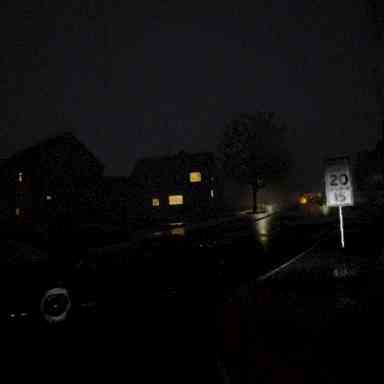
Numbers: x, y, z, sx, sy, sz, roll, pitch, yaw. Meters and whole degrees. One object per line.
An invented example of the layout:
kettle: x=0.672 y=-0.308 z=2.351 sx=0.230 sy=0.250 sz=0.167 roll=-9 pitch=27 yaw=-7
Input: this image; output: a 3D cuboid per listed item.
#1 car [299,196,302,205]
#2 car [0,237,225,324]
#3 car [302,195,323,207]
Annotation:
car: x=19.034 y=1.257 z=55.722 sx=1.882 sy=1.535 sz=5.008 roll=-4 pitch=-1 yaw=12
car: x=-1.640 y=1.645 z=7.218 sx=4.718 sy=1.301 sz=1.895 roll=-2 pitch=-2 yaw=-30
car: x=16.772 y=1.265 z=45.764 sx=2.128 sy=1.511 sz=4.902 roll=-4 pitch=-1 yaw=15
